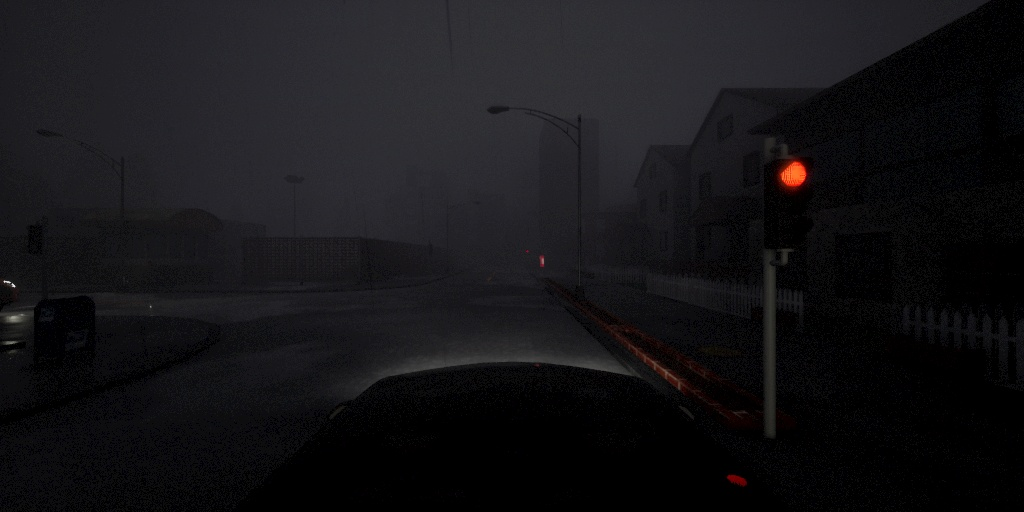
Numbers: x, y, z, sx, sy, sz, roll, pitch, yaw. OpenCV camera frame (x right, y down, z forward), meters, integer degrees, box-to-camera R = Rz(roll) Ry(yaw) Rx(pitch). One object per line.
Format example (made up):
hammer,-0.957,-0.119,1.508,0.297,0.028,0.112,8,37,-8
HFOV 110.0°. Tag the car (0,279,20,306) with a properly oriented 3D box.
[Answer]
car,-21.594,1.102,13.299,4.553,1.767,2.097,0,0,0

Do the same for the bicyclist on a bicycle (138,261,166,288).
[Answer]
bicyclist on a bicycle,-21.746,1.099,21.692,0.582,1.620,1.656,0,0,0
